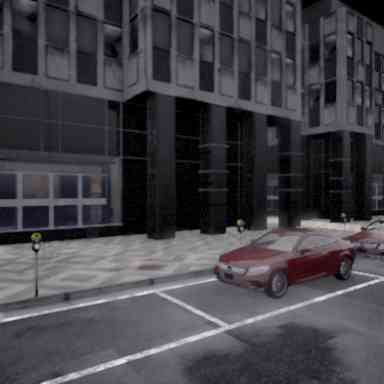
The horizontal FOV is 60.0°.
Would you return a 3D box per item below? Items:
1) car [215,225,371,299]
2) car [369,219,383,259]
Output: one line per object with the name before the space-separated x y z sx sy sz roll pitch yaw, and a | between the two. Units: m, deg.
car | 2.504 1.595 8.439 4.206 1.307 1.802 0 0 -36
car | 7.064 1.605 11.694 4.206 1.307 1.802 0 0 -36
